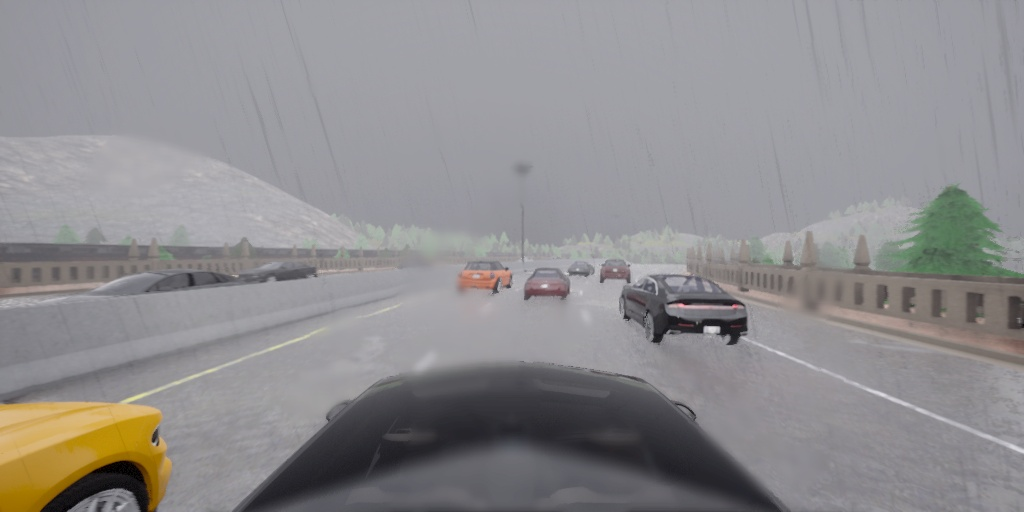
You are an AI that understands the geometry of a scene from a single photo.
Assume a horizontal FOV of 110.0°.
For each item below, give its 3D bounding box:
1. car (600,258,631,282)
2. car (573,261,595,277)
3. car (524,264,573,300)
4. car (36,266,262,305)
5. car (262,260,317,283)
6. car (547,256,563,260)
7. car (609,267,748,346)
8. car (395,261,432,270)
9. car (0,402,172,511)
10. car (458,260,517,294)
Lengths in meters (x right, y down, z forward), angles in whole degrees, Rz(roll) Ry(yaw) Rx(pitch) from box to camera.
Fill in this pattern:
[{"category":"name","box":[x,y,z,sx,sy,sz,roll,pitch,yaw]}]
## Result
[{"category":"car","box":[7.831,1.008,27.051,2.097,1.767,4.553,0,0,17]},{"category":"car","box":[6.603,1.180,33.952,1.994,1.385,4.181,0,0,21]},{"category":"car","box":[1.761,1.243,17.267,1.994,1.385,4.181,0,0,10]},{"category":"car","box":[-9.996,1.167,10.211,1.837,1.490,4.892,0,0,6]},{"category":"car","box":[-15.042,1.052,23.300,1.882,1.535,5.008,0,0,12]},{"category":"car","box":[6.015,1.095,57.538,1.895,1.301,4.718,0,0,27]},{"category":"car","box":[4.146,1.221,9.436,2.128,1.511,4.902,0,0,5]},{"category":"car","box":[-8.877,1.118,32.724,1.994,1.385,4.181,0,0,18]},{"category":"car","box":[-3.293,1.220,0.400,1.882,1.535,5.008,0,0,0]},{"category":"car","box":[-1.318,1.006,19.617,2.097,1.767,4.553,0,0,11]}]
